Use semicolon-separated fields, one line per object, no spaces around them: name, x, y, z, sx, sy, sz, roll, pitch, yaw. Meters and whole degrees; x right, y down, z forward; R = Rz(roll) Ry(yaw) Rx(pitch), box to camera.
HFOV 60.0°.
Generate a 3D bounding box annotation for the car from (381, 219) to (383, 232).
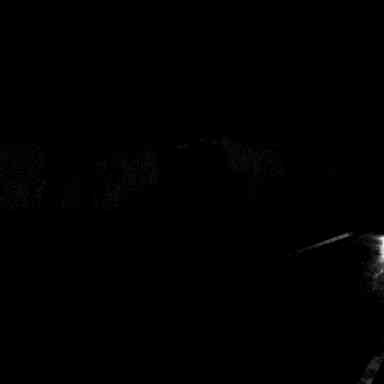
car;12.105;1.516;18.607;2.033;1.411;5.357;0;0;40
